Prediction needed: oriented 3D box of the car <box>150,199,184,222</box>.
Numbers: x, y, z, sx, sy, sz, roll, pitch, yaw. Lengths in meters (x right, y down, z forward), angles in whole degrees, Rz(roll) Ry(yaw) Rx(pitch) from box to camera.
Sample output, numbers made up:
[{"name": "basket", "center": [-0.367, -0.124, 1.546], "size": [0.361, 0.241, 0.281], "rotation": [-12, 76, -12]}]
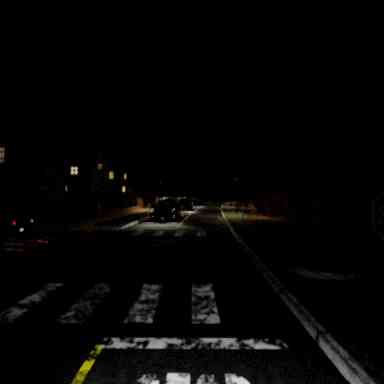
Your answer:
[{"name": "car", "center": [-2.071, 1.388, 26.909], "size": [2.097, 1.767, 4.553], "rotation": [0, 0, 3]}]

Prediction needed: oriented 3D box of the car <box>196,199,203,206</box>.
[{"name": "car", "center": [0.940, 1.860, 60.449], "size": [1.895, 1.301, 4.718], "rotation": [0, 0, 7]}]

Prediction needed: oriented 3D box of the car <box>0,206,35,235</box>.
[{"name": "car", "center": [-9.525, 1.216, 14.438], "size": [4.718, 1.301, 1.895], "rotation": [3, 0, 4]}]

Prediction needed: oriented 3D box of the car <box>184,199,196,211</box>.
[{"name": "car", "center": [-0.972, 1.623, 42.571], "size": [1.837, 1.490, 4.892], "rotation": [0, -1, 5]}]
